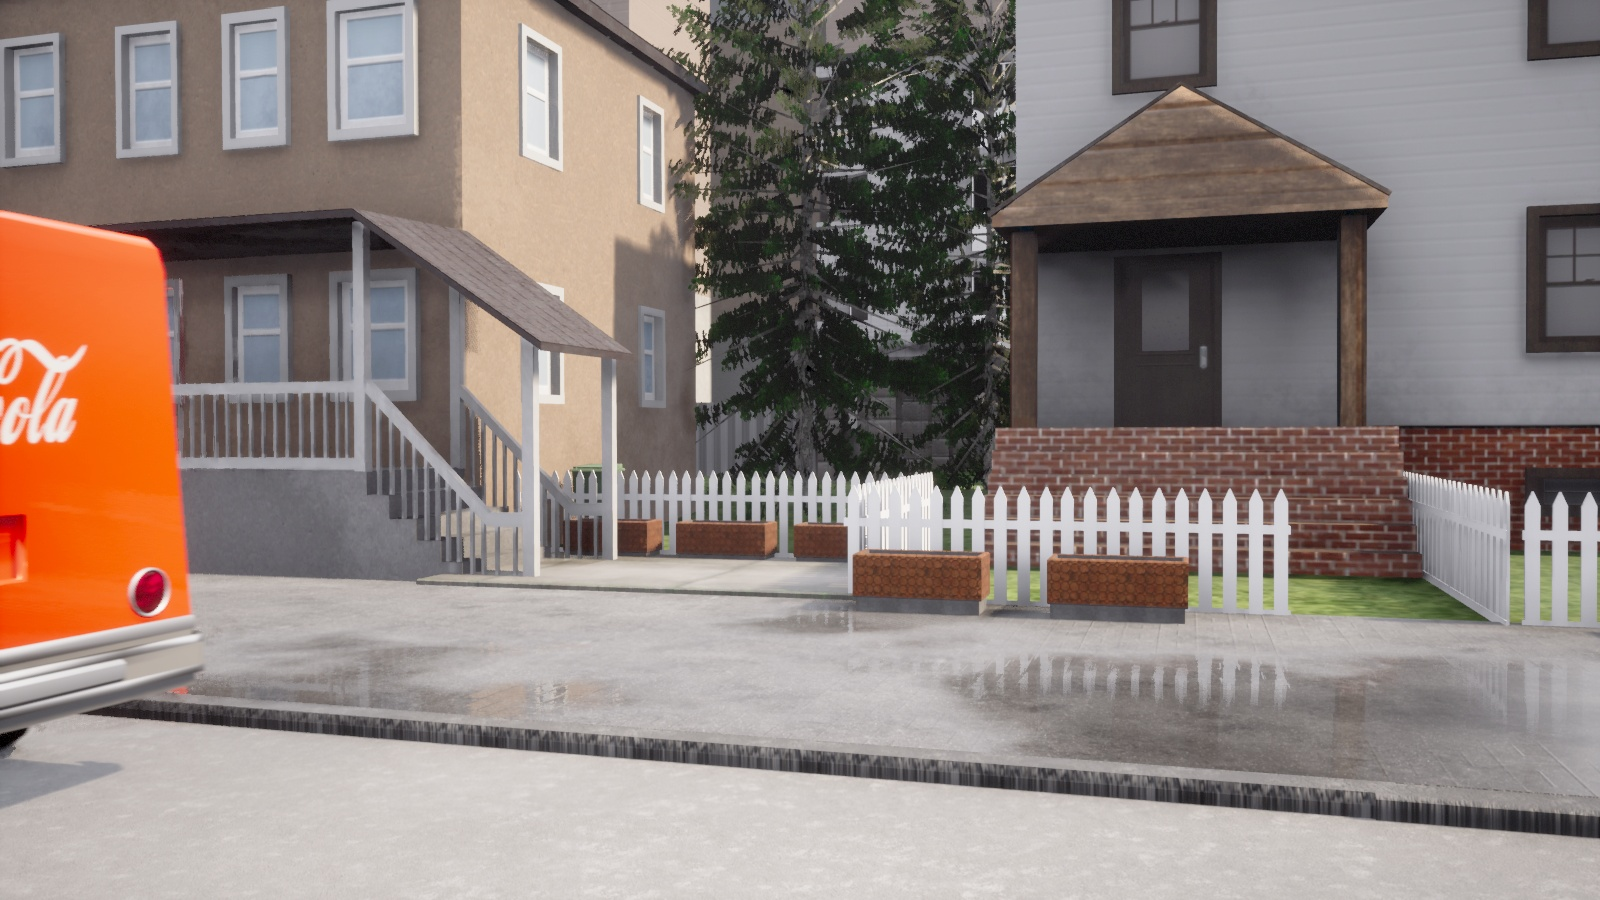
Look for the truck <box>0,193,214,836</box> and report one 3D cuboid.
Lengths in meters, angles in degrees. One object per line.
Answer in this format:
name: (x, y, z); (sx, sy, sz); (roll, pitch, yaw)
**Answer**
truck: (-5.619, 0.232, 5.385); (5.204, 2.467, 2.627); (0, 1, 17)
